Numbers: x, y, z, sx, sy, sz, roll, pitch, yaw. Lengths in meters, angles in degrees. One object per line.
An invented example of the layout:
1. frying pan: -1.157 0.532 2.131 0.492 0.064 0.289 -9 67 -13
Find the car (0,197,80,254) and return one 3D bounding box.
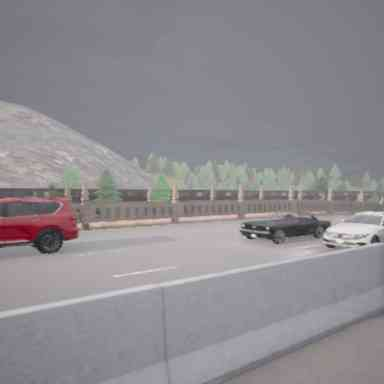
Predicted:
1. car: -6.948 1.222 11.933 5.566 2.045 2.150 0 0 -36

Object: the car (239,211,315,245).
1. car: 4.496 1.601 15.799 4.718 1.301 1.895 0 0 -35

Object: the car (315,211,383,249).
1. car: 7.285 1.526 13.489 4.674 1.442 1.812 0 0 -35
